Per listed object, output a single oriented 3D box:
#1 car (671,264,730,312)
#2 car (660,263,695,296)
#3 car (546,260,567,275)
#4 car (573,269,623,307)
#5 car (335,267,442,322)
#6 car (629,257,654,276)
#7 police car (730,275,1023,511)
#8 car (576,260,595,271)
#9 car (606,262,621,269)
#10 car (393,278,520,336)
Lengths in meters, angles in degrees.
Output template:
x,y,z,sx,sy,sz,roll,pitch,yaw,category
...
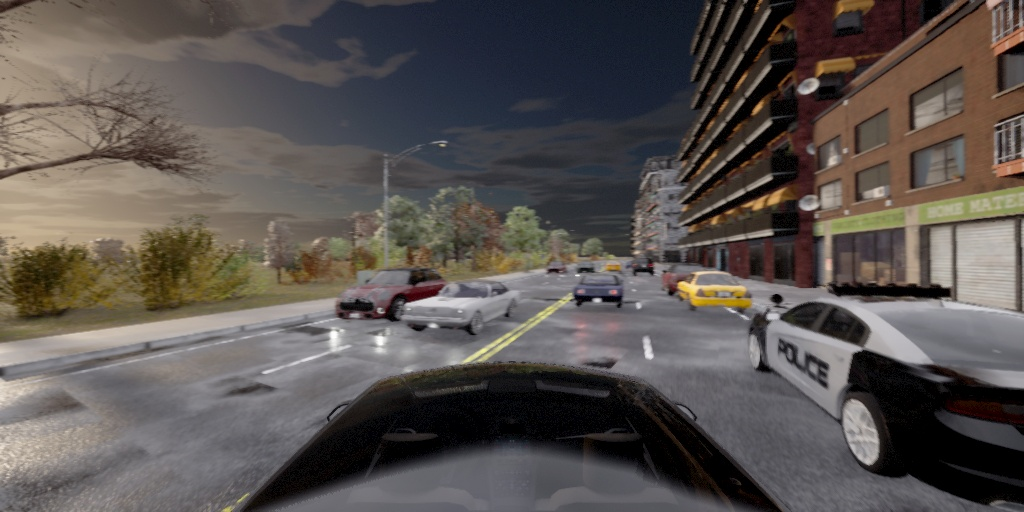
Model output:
x,y,z,sx,sy,sz,roll,pitch,yaw,category
7.722,1.243,14.180,1.801,1.575,5.366,-1,0,18,car
9.465,1.169,19.725,2.097,1.767,4.553,-1,0,17,car
5.527,1.387,44.230,2.097,1.767,4.553,-1,-1,16,car
3.955,1.427,15.942,1.895,1.301,4.718,-1,0,18,car
-4.058,1.210,12.921,2.097,1.767,4.553,-1,0,18,car
14.688,1.167,40.366,2.150,2.045,5.566,-1,0,16,car
4.613,1.164,4.535,1.930,1.638,5.238,-1,0,18,police car
9.524,1.377,46.268,2.097,1.767,4.553,-1,-1,16,car
14.164,1.502,50.099,1.882,1.535,5.008,0,0,16,car
-1.279,1.426,10.936,1.895,1.301,4.718,-1,0,18,car
